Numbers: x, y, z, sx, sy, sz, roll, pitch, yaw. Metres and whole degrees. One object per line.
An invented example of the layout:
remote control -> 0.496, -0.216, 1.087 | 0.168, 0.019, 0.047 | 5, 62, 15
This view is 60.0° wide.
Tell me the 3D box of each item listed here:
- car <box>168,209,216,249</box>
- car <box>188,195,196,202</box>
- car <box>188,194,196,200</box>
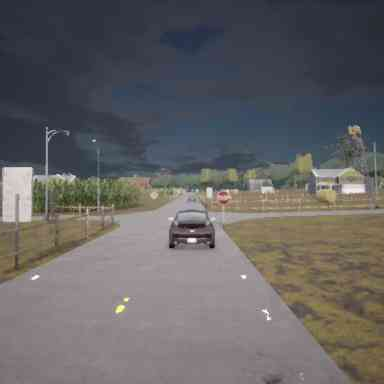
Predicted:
car -> 0.000, 1.530, 14.657 | 1.837, 1.490, 4.892 | 0, 0, 0
car -> 0.000, 1.499, 74.156 | 1.994, 1.385, 4.181 | 0, 0, 0
car -> 0.000, 1.385, 87.497 | 2.033, 1.411, 5.357 | 0, 0, 0
